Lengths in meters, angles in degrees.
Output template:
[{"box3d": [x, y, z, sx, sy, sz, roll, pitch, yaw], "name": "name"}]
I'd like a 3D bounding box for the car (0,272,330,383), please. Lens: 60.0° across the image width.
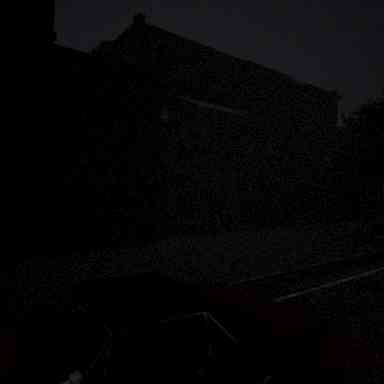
[{"box3d": [-0.868, 1.595, 3.065, 4.718, 1.301, 1.895, 0, 0, -35], "name": "car"}]
